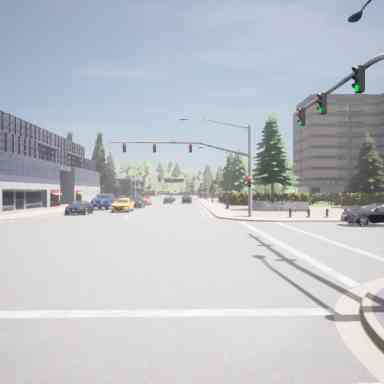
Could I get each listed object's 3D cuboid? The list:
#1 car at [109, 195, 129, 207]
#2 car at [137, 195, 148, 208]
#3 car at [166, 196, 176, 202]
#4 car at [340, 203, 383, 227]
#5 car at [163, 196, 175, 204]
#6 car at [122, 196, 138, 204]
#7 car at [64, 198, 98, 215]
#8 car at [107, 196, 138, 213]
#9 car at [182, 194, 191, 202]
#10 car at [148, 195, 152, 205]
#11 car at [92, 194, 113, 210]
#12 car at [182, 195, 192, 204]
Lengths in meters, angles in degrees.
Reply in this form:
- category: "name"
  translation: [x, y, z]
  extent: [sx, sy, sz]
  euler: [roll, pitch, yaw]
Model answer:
- category: "car"
  translation: [-11.499, 1.352, 52.678]
  extent: [2.097, 1.767, 4.553]
  euler: [0, 0, -1]
- category: "car"
  translation: [-7.929, 1.352, 47.054]
  extent: [2.097, 1.767, 4.553]
  euler: [0, 0, -1]
- category: "car"
  translation: [-4.718, 1.510, 75.222]
  extent: [1.895, 1.301, 4.718]
  euler: [0, 0, -1]
- category: "car"
  translation: [12.502, 1.492, 22.191]
  extent: [4.902, 1.511, 2.128]
  euler: [0, 0, -1]
- category: "car"
  translation: [-4.573, 1.547, 64.587]
  extent: [2.033, 1.411, 5.357]
  euler: [0, 0, -1]
- category: "car"
  translation: [-11.595, 1.492, 62.937]
  extent: [2.128, 1.511, 4.902]
  euler: [0, 0, 0]
- category: "car"
  translation: [-11.242, 1.564, 33.426]
  extent: [1.994, 1.385, 4.181]
  euler: [0, 0, -1]
- category: "car"
  translation: [-7.806, 1.478, 37.817]
  extent: [1.882, 1.535, 5.008]
  euler: [0, 0, -1]
- category: "car"
  translation: [-1.213, 1.355, 74.976]
  extent: [2.097, 1.767, 4.553]
  euler: [0, 0, -1]
- category: "car"
  translation: [-8.050, 1.352, 57.168]
  extent: [2.097, 1.767, 4.553]
  euler: [0, 0, -1]
- category: "car"
  translation: [-11.375, 1.222, 42.778]
  extent: [2.150, 2.045, 5.566]
  euler: [0, 0, -1]
- category: "car"
  translation: [-0.976, 1.505, 64.910]
  extent: [1.837, 1.490, 4.892]
  euler: [0, 0, -1]
